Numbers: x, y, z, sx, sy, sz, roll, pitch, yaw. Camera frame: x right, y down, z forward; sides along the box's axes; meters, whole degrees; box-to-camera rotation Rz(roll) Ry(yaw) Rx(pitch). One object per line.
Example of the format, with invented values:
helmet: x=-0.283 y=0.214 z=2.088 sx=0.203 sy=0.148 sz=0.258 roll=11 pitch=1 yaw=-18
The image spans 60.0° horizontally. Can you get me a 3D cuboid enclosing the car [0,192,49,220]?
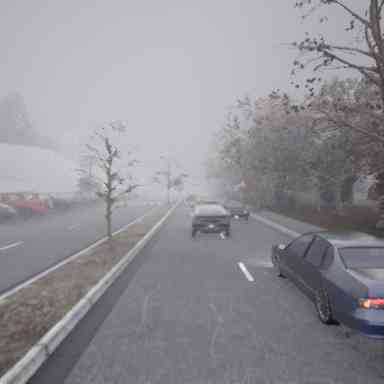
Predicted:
car: x=-13.905 y=1.055 z=24.606 sx=5.566 sy=2.045 sz=2.435 roll=-1 pitch=1 yaw=-20

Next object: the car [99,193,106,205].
car: x=-13.869 y=1.086 z=42.520 sx=4.674 sy=1.452 sz=2.002 roll=-1 pitch=1 yaw=-20

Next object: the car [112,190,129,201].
car: x=-13.846 y=0.858 z=57.543 sx=4.792 sy=1.488 sz=2.163 roll=-1 pitch=1 yaw=-20

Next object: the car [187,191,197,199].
car: x=-0.035 y=0.588 z=69.155 sx=2.128 sy=1.511 sz=4.902 roll=0 pitch=1 yaw=0

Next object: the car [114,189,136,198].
car: x=-14.043 y=0.739 z=63.465 sx=5.366 sy=1.575 sz=1.946 roll=-1 pitch=1 yaw=-20

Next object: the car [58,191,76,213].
car: x=-13.854 y=0.968 z=30.602 sx=5.566 sy=2.045 sz=2.435 roll=-1 pitch=1 yaw=-20

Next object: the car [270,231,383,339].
car: x=3.091 y=1.526 z=6.940 sx=2.033 sy=1.411 sz=5.357 roll=0 pitch=0 yaw=0

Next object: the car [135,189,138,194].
car: x=-13.875 y=0.729 z=66.539 sx=4.674 sy=1.452 sz=2.002 roll=-1 pitch=1 yaw=-20

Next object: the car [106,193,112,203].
car: x=-13.848 y=1.032 z=45.538 sx=4.792 sy=1.488 sz=2.163 roll=-1 pitch=1 yaw=-20

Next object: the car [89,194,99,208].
car: x=-13.846 y=0.964 z=39.546 sx=4.553 sy=1.767 sz=2.185 roll=-1 pitch=1 yaw=-20

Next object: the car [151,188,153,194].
car: x=-13.870 y=0.167 z=90.558 sx=4.674 sy=1.452 sz=2.002 roll=-1 pitch=1 yaw=-20

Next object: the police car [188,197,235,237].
police car: x=0.890 y=1.321 z=17.692 sx=1.930 sy=1.638 sz=5.238 roll=0 pitch=1 yaw=0

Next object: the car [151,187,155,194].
car: x=-13.860 y=0.038 z=93.556 sx=5.008 sy=1.535 sz=2.097 roll=-1 pitch=2 yaw=-20

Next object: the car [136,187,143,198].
car: x=-13.848 y=0.387 z=69.553 sx=5.566 sy=2.045 sz=2.435 roll=-1 pitch=1 yaw=-20

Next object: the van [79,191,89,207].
van: x=-13.986 y=0.909 z=36.509 sx=4.442 sy=1.987 sz=1.878 roll=-1 pitch=1 yaw=-20

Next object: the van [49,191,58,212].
van: x=-13.770 y=1.035 z=27.649 sx=4.442 sy=1.987 sz=1.878 roll=-1 pitch=1 yaw=-20

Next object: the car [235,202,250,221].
car: x=3.084 y=1.403 z=25.280 sx=1.895 sy=1.301 sz=4.718 roll=0 pitch=1 yaw=0

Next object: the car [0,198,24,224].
car: x=-13.872 y=1.383 z=21.639 sx=4.674 sy=1.452 sz=2.002 roll=-1 pitch=1 yaw=-20

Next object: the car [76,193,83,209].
car: x=-13.869 y=1.177 z=33.574 sx=4.892 sy=1.521 sz=2.231 roll=-1 pitch=1 yaw=-20

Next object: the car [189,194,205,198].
car: x=0.886 y=1.222 z=27.772 sx=1.801 sy=1.575 sz=5.366 roll=0 pitch=1 yaw=0

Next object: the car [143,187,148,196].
car: x=-13.898 y=0.197 z=78.531 sx=5.566 sy=2.045 sz=2.435 roll=-1 pitch=2 yaw=-20

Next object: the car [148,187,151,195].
car: x=-13.900 y=0.088 z=87.544 sx=4.553 sy=1.767 sz=2.185 roll=-1 pitch=1 yaw=-20

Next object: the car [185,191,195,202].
car: x=-0.027 y=0.891 z=54.156 sx=1.837 sy=1.490 sz=4.892 roll=0 pitch=1 yaw=0
